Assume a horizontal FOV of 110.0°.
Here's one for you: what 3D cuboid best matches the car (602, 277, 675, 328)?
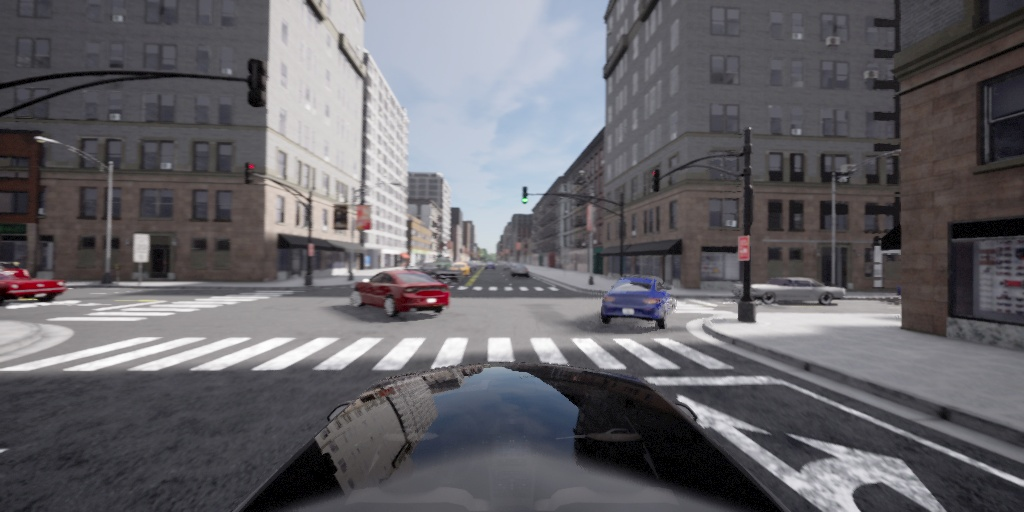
[{"bbox_3d":[4.348,1.436,12.225,1.812,1.442,4.674,0,-1,27],"label":"car"}]

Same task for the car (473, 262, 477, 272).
[{"bbox_3d":[-6.295,1.605,49.405,1.837,1.490,4.892,1,-1,-3],"label":"car"}]

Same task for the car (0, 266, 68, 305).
[{"bbox_3d":[-20.129,1.151,13.437,4.718,1.301,1.895,1,-1,-6],"label":"car"}]

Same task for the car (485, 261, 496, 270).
[{"bbox_3d":[-3.930,1.793,64.495,1.812,1.442,4.674,1,-1,-3],"label":"car"}]

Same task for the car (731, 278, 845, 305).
[{"bbox_3d":[13.954,1.750,18.335,4.718,1.301,1.895,1,-1,-3],"label":"car"}]

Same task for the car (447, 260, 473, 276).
[{"bbox_3d":[-5.771,1.499,39.829,1.882,1.535,5.008,1,-1,-3],"label":"car"}]

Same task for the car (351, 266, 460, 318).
[{"bbox_3d":[-4.286,1.269,13.412,1.882,1.535,5.008,3,-2,-43],"label":"car"}]

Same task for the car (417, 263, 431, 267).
[{"bbox_3d":[-8.463,1.496,30.207,1.895,1.301,4.718,1,-1,-3],"label":"car"}]

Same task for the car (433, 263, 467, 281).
[{"bbox_3d":[-5.211,1.544,30.453,1.895,1.301,4.718,1,-1,-3],"label":"car"}]

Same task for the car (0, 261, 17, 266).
[{"bbox_3d":[-28.006,0.937,18.481,4.097,1.591,1.967,0,0,-3],"label":"car"}]

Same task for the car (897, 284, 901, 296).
[{"bbox_3d":[23.735,1.540,18.838,5.566,2.045,2.150,1,-1,-3],"label":"car"}]

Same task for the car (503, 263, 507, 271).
[{"bbox_3d":[-0.587,1.850,63.060,2.033,1.411,5.357,1,0,-3],"label":"car"}]

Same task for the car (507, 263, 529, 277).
[{"bbox_3d":[0.840,1.690,41.133,1.994,1.385,4.181,1,-1,-3],"label":"car"}]

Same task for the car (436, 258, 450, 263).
[{"bbox_3d":[-9.528,1.273,49.103,2.150,2.045,5.566,1,-1,-3],"label":"car"}]

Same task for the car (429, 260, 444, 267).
[{"bbox_3d":[-8.998,1.476,39.294,1.837,1.490,4.892,1,-1,-3],"label":"car"}]
